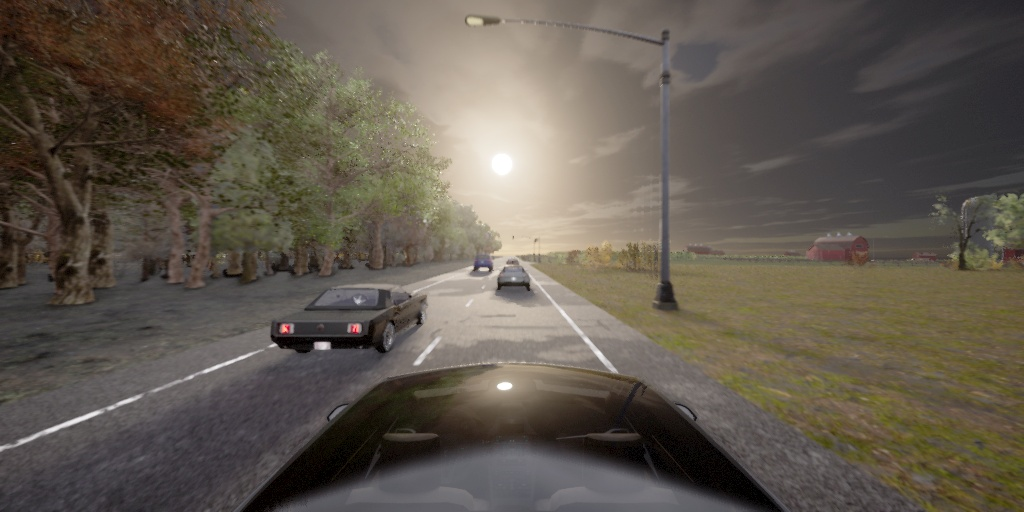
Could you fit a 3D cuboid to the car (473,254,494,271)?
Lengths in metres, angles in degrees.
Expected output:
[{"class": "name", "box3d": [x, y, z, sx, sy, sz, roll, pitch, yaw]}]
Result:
[{"class": "car", "box3d": [-3.405, 0.778, 43.643, 2.150, 2.045, 5.566, 0, 0, 0]}]

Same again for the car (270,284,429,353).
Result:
[{"class": "car", "box3d": [-3.401, 1.320, 8.666, 1.895, 1.301, 4.718, 0, 0, 0]}]

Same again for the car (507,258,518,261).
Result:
[{"class": "car", "box3d": [0.093, 1.033, 49.401, 1.837, 1.490, 4.892, 0, 0, 0]}]

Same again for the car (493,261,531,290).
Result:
[{"class": "car", "box3d": [0.098, 1.224, 21.884, 1.994, 1.385, 4.181, 0, 0, 0]}]
